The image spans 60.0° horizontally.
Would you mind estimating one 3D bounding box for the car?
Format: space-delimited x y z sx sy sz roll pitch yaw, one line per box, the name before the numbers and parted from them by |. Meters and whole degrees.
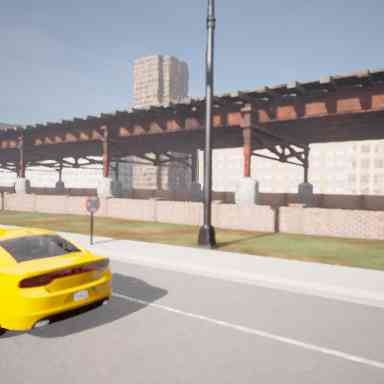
car | -3.762 1.466 6.670 5.008 1.535 1.882 0 0 35
